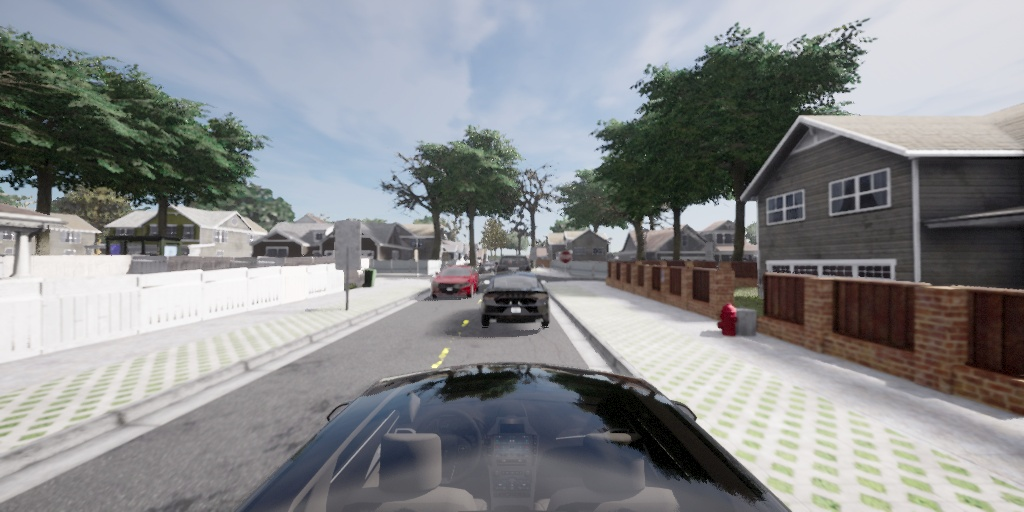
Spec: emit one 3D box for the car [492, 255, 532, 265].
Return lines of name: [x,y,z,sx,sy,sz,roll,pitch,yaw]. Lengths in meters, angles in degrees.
car: [0.099,0.952,22.782,2.150,2.045,5.566,0,0,0]

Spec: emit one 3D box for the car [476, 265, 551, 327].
car: [0.100,1.208,11.488,1.882,1.535,5.008,0,0,0]

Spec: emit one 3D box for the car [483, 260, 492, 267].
car: [-2.843,1.281,43.549,2.128,1.511,4.902,0,0,0]

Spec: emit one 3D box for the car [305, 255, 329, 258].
car: [-14.979,0.855,28.456,4.553,1.767,2.097,1,-1,-1]

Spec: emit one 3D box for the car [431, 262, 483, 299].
car: [-2.751,1.205,18.247,1.882,1.535,5.008,0,0,0]
